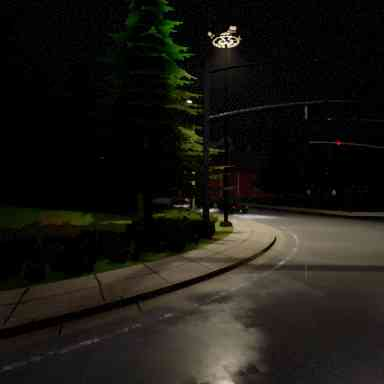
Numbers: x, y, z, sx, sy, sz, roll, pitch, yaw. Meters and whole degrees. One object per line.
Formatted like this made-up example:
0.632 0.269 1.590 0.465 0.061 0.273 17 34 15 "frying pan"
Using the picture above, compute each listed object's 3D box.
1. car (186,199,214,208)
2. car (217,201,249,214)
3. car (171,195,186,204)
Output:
1.315 1.218 46.504 2.150 2.045 5.566 0 0 -16 "car"
4.335 1.601 35.653 1.895 1.301 4.718 0 0 -15 "car"
-2.299 1.356 58.733 2.097 1.767 4.553 0 0 -17 "car"
